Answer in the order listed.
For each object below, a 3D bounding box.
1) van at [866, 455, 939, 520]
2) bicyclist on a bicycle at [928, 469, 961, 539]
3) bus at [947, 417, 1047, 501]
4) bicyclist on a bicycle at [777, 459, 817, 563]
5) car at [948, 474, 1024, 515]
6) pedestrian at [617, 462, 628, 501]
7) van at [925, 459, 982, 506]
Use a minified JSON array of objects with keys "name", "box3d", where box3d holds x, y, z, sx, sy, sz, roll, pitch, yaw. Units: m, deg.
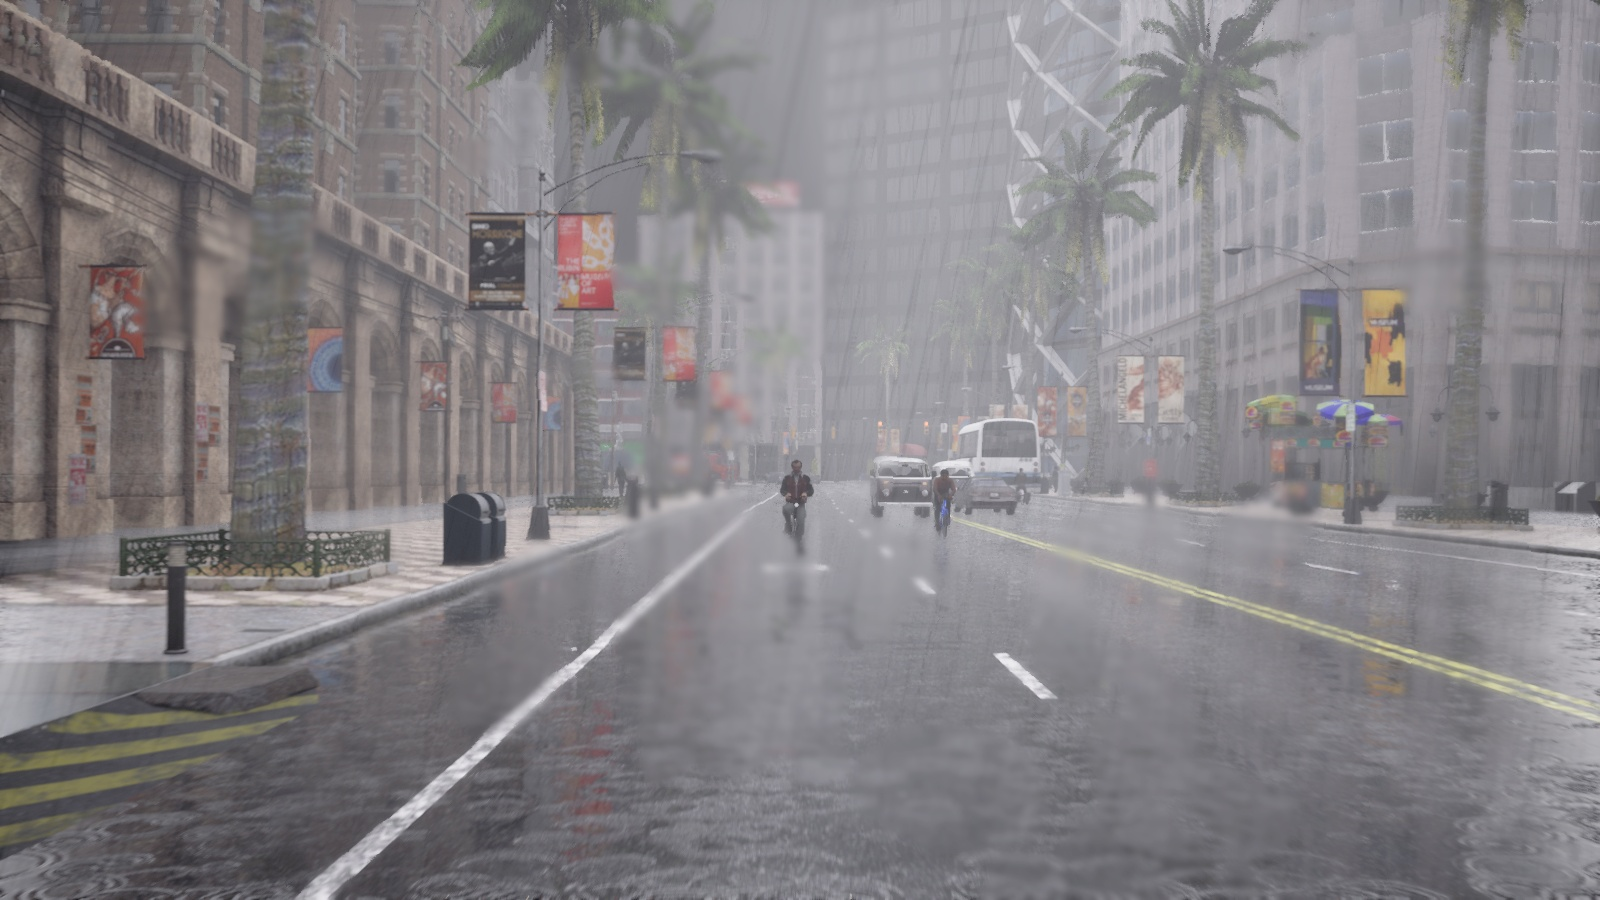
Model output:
[{"name":"van","box3d":[3.398,1.232,42.268,2.069,2.038,4.480,0,-1,0]},{"name":"bicyclist on a bicycle","box3d":[3.428,1.254,29.878,0.582,1.620,1.656,0,-1,0]},{"name":"bus","box3d":[10.541,0.542,68.490,3.944,4.253,10.273,0,-1,1]},{"name":"bicyclist on a bicycle","box3d":[-0.054,1.059,22.307,0.659,1.776,1.843,0,-1,0]},{"name":"car","box3d":[6.888,1.623,47.113,2.033,1.411,5.357,0,-1,0]},{"name":"pedestrian","box3d":[-8.833,1.553,62.507,0.423,1.949,0.788,0,-1,0]},{"name":"van","box3d":[6.933,1.467,57.156,2.069,2.038,4.480,0,-1,1]}]
